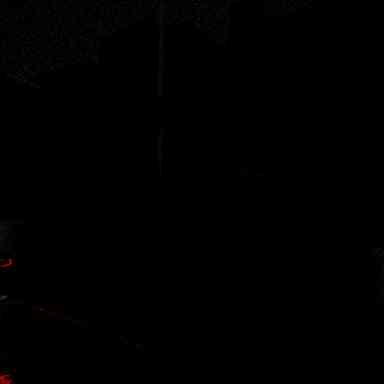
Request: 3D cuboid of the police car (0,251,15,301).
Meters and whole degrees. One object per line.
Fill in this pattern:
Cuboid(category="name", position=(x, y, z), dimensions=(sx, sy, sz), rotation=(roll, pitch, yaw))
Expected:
Cuboid(category="police car", position=(-5.774, 1.423, 7.006), dimensions=(5.238, 1.638, 1.930), rotation=(0, 0, 35))

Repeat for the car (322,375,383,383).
Cuboid(category="car", position=(2.424, 1.551, 1.075), dimensions=(4.403, 1.369, 2.008), rotation=(0, 1, 35))
